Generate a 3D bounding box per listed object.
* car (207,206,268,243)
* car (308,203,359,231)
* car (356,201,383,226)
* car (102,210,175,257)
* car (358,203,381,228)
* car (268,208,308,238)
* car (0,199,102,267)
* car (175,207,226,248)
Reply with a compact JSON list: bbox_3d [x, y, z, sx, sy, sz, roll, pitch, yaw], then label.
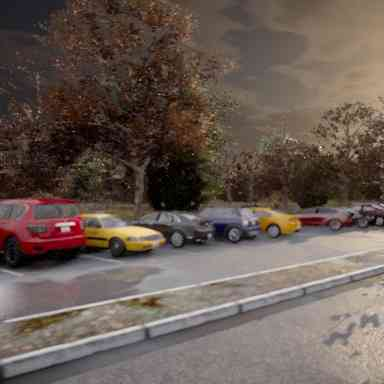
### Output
[{"bbox_3d":[1.169,1.476,16.955,4.553,1.767,2.185,-1,-1,34],"label":"car"},{"bbox_3d":[8.250,1.710,22.290,4.792,1.488,2.163,-1,-1,33],"label":"car"},{"bbox_3d":[12.988,1.732,25.871,5.008,1.535,2.097,-1,-1,32],"label":"car"},{"bbox_3d":[-3.505,1.545,13.384,5.366,1.575,1.946,-1,-1,34],"label":"car"},{"bbox_3d":[10.668,1.736,24.056,4.792,1.488,2.163,-1,-1,33],"label":"car"},{"bbox_3d":[3.539,1.628,18.721,5.008,1.535,2.097,-1,-1,34],"label":"car"},{"bbox_3d":[-6.100,1.273,11.768,5.566,2.045,2.435,-1,-1,34],"label":"car"},{"bbox_3d":[-1.251,1.577,15.219,4.892,1.521,2.231,-1,-1,34],"label":"car"}]
